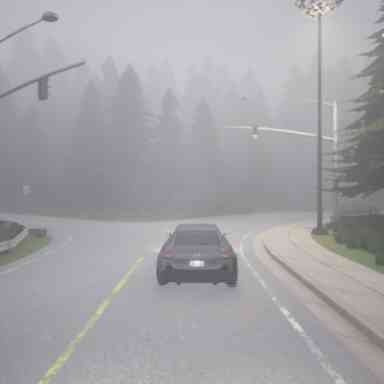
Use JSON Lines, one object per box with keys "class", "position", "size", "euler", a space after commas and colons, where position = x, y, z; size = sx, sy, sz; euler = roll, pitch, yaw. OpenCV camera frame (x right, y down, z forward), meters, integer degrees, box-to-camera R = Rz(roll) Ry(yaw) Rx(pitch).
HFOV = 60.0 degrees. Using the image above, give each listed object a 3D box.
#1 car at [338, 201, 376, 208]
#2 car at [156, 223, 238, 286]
{"class": "car", "position": [16.453, 1.603, 32.980], "size": [4.181, 1.385, 1.994], "euler": [0, 0, -19]}
{"class": "car", "position": [0.154, 1.575, 9.475], "size": [1.994, 1.385, 4.181], "euler": [0, 0, 1]}
